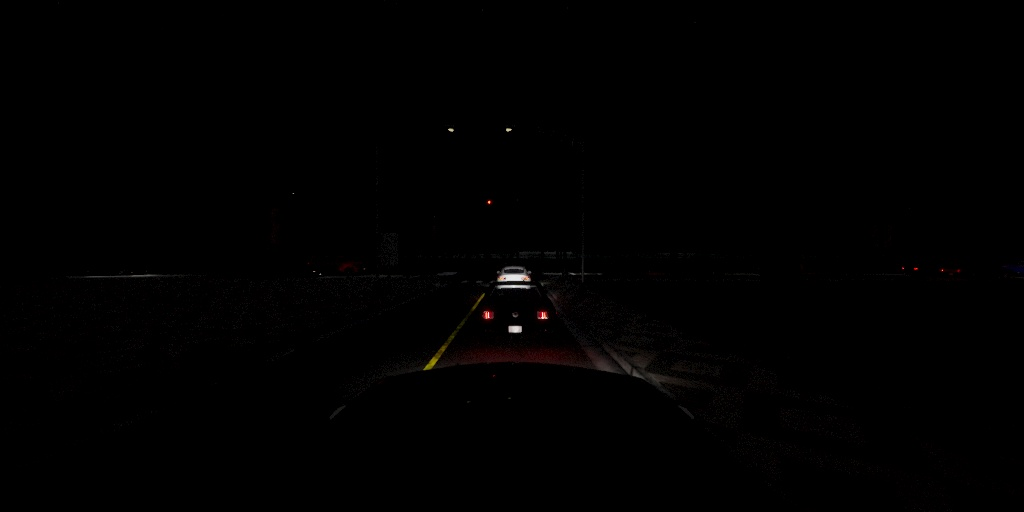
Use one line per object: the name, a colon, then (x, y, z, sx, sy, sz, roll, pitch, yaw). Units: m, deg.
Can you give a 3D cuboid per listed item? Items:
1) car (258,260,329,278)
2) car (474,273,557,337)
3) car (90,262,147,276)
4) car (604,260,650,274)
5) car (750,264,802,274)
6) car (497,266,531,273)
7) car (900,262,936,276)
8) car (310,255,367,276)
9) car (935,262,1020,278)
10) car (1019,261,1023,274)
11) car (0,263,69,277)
car: (-20.375, 1.300, 33.153, 5.357, 1.411, 2.033, 0, 0, 0)
car: (0.108, 1.350, 10.237, 1.895, 1.301, 4.718, 0, 0, 1)
car: (-39.816, 1.279, 36.360, 4.181, 1.385, 1.994, 0, 0, -1)
car: (12.633, 1.228, 39.575, 4.902, 1.511, 2.128, 0, 0, 0)
car: (28.968, 1.215, 39.432, 5.008, 1.535, 1.882, 0, 0, 1)
car: (0.113, 1.273, 20.221, 1.812, 1.442, 4.674, 0, 0, 1)
car: (42.320, 1.302, 35.921, 5.357, 1.411, 2.033, 0, 0, 1)
car: (-17.745, 0.961, 36.380, 5.566, 2.045, 2.150, 0, 0, 0)
car: (42.296, 1.371, 32.672, 4.718, 1.301, 1.895, 0, 0, 1)
car: (52.275, 1.233, 35.887, 5.008, 1.535, 1.882, 0, 0, 0)
car: (-44.211, 1.323, 33.023, 4.718, 1.301, 1.895, 0, 0, -1)
